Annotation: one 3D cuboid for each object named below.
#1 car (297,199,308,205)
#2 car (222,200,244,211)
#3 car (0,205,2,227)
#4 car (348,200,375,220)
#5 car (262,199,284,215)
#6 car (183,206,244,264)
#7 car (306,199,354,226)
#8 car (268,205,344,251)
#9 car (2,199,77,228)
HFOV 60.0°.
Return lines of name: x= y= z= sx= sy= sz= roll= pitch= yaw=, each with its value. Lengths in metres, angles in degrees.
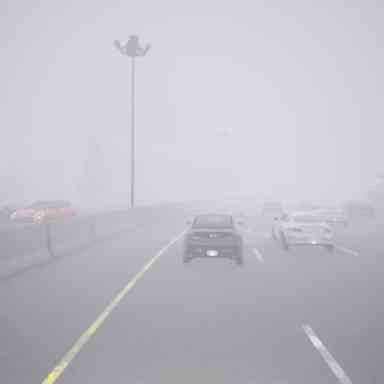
car: x=13.489 y=1.494 z=39.550 sx=2.033 sy=1.411 sz=5.357 roll=0 pitch=0 yaw=18
car: x=3.659 y=1.462 z=29.894 sx=1.812 sy=1.442 sz=4.674 roll=0 pitch=0 yaw=12
car: x=-12.269 y=1.500 z=21.816 sx=1.895 sy=1.301 sz=4.718 roll=0 pitch=0 yaw=8
car: x=14.125 y=1.455 z=28.571 sx=1.882 sy=1.535 sz=5.008 roll=0 pitch=0 yaw=13
car: x=8.038 y=1.435 z=33.075 sx=2.128 sy=1.511 sz=4.902 roll=0 pitch=0 yaw=14
car: x=0.789 y=1.477 z=11.826 sx=1.837 sy=1.490 sz=4.892 roll=0 pitch=0 yaw=5
car: x=9.430 y=1.500 z=23.167 sx=1.812 sy=1.442 sz=4.674 roll=0 pitch=0 yaw=10
car: x=4.516 y=1.506 z=13.952 sx=1.812 sy=1.442 sz=4.674 roll=0 pitch=0 yaw=6
car: x=-8.934 y=1.266 z=20.379 sx=2.097 sy=1.767 sz=4.553 roll=0 pitch=0 yaw=8
